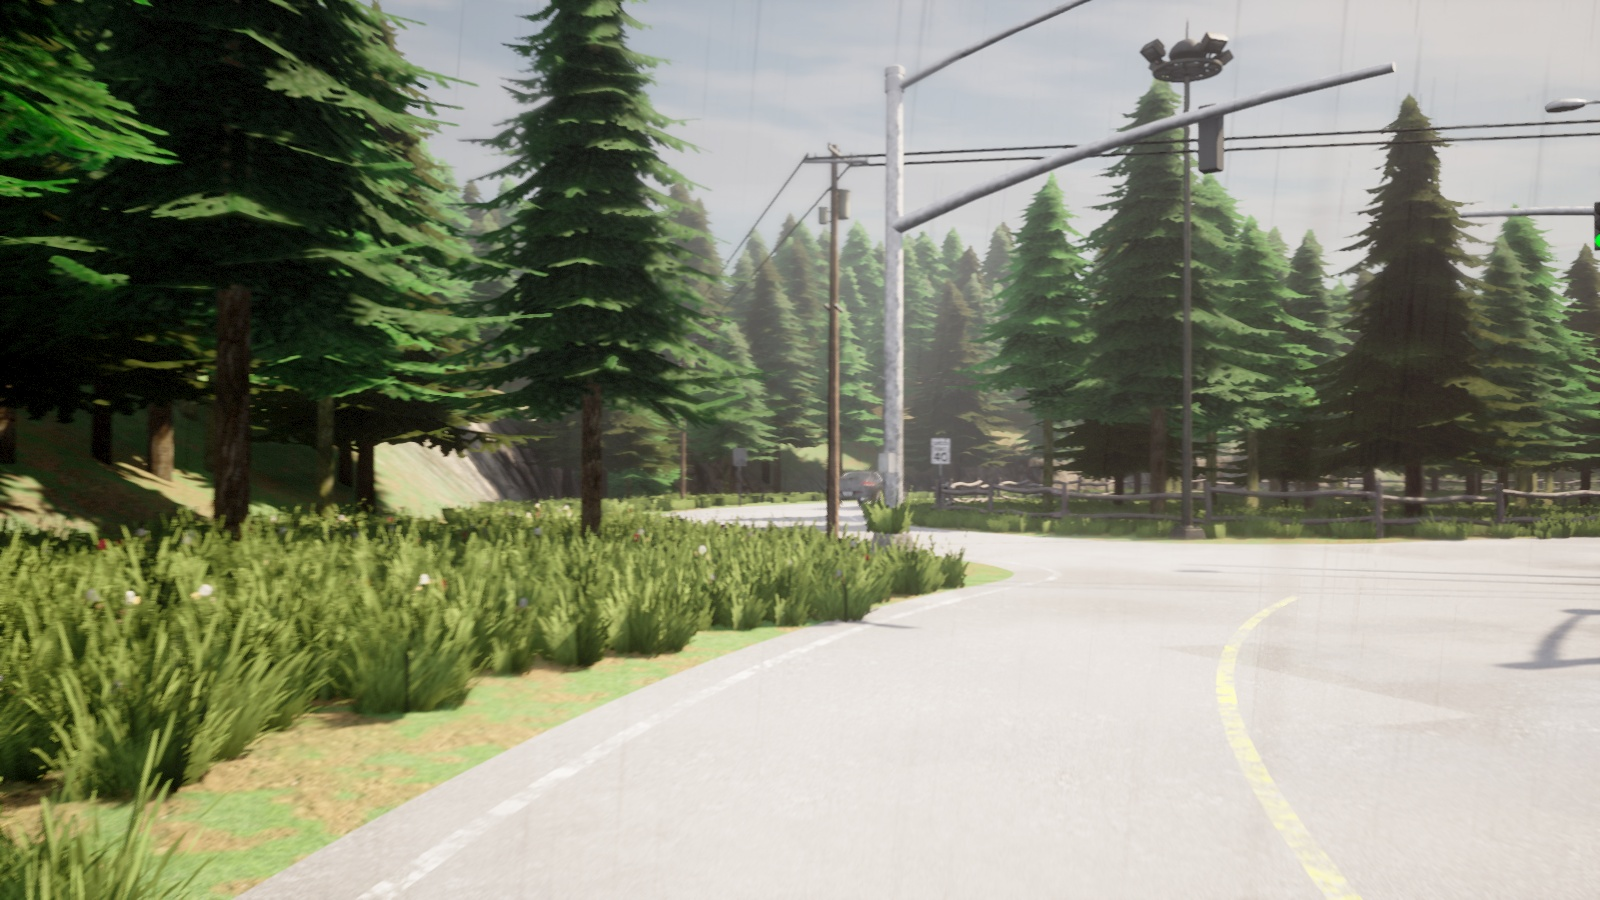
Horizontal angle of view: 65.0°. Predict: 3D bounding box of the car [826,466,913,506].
[{"bbox_3d":[3.076,1.523,54.323,2.152,1.651,5.027,-1,-1,23],"label":"car"}]
